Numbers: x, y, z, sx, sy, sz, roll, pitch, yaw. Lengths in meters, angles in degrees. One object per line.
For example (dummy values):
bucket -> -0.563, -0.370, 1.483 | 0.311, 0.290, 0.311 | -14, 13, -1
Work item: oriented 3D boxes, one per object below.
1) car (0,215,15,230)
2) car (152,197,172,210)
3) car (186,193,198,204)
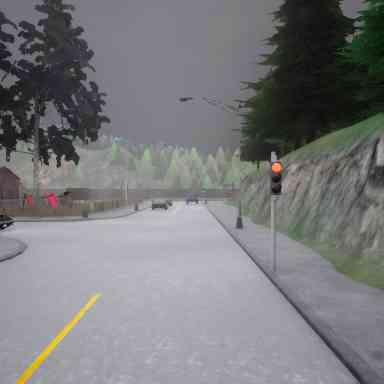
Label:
car -> -12.752, 1.601, 18.898 | 4.718, 1.301, 1.895 | 0, 0, 1
car -> -4.064, 1.478, 42.896 | 1.882, 1.535, 5.008 | 0, 0, 0
car -> 0.051, 1.221, 62.528 | 2.150, 2.045, 5.566 | 0, 0, 0
